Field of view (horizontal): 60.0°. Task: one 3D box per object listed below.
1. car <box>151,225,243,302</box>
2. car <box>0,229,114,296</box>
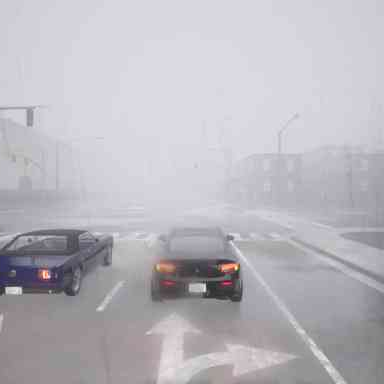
[{"bbox_3d":[0.100,1.526,8.158,1.812,1.442,4.674,0,0,0],"label":"car"},{"bbox_3d":[-3.398,1.601,8.591,1.895,1.301,4.718,0,0,0],"label":"car"}]
